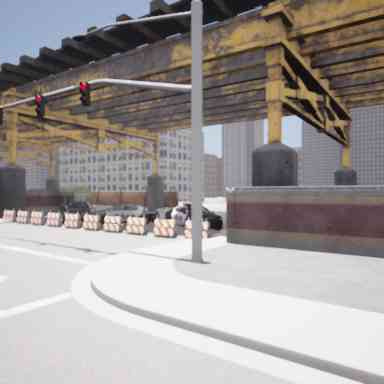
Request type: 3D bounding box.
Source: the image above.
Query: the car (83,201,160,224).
[{"bbox_3d":[-4.670,1.306,22.547,4.536,1.218,1.853,0,0,-1],"label":"car"}]

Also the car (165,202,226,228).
[{"bbox_3d":[0.081,1.302,20.114,1.853,1.218,4.536,0,0,-26],"label":"car"}]

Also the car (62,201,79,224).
[{"bbox_3d":[-8.476,1.466,25.217,2.038,1.542,4.974,0,0,-11],"label":"car"}]

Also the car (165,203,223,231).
[{"bbox_3d":[0.104,1.460,20.067,2.038,1.542,4.974,0,0,-26],"label":"car"}]

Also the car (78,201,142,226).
[{"bbox_3d":[-4.721,1.463,22.546,4.974,1.542,2.038,0,0,-1],"label":"car"}]

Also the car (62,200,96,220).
[{"bbox_3d":[-8.487,1.308,25.268,1.853,1.218,4.536,0,0,-11],"label":"car"}]
